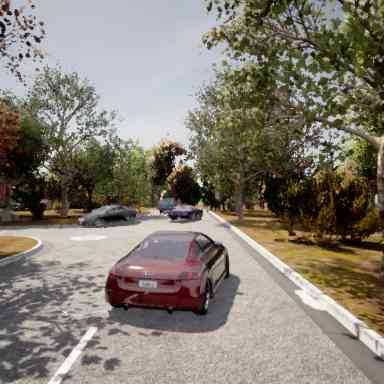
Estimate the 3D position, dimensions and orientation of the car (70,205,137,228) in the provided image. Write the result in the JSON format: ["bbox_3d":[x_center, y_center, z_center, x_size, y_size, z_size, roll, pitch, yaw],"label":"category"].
[{"bbox_3d":[-6.606,1.855,26.274,2.128,1.511,4.902,-2,2,39],"label":"car"}]

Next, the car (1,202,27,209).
[{"bbox_3d":[-33.033,2.538,61.111,4.892,1.490,1.837,0,-2,12],"label":"car"}]

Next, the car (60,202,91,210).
[{"bbox_3d":[-21.914,2.591,62.722,5.008,1.535,1.882,0,-2,1],"label":"car"}]

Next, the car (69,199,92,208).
[{"bbox_3d":[-18.660,2.202,59.442,5.566,2.045,2.150,0,-2,-3],"label":"car"}]

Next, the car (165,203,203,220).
[{"bbox_3d":[-0.435,1.902,29.845,1.895,1.301,4.718,0,-1,18],"label":"car"}]

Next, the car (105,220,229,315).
[{"bbox_3d":[-0.306,1.588,7.764,1.994,1.385,4.181,0,0,13],"label":"car"}]

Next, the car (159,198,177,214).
[{"bbox_3d":[-3.249,1.862,45.751,2.150,2.045,5.566,0,-1,1],"label":"car"}]
